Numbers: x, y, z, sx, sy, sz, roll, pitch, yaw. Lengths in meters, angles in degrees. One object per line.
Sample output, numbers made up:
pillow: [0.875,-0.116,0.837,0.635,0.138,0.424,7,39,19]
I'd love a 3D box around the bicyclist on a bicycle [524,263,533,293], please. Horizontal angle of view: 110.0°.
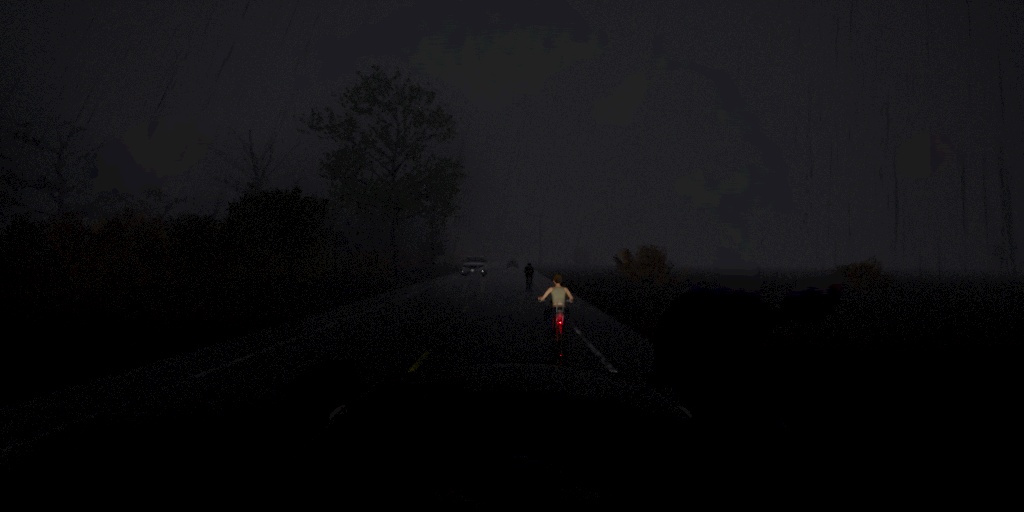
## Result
bicyclist on a bicycle: [0.962,1.204,20.061,0.582,1.620,1.656,0,0,0]

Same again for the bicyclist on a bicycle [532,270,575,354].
bicyclist on a bicycle: [0.974,1.188,7.784,0.866,1.612,1.509,0,0,0]

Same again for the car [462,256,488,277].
car: [-3.601,0.969,35.450,2.150,2.045,5.566,0,0,0]

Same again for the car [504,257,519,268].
car: [0.098,1.240,59.787,1.837,1.490,4.892,0,0,0]
